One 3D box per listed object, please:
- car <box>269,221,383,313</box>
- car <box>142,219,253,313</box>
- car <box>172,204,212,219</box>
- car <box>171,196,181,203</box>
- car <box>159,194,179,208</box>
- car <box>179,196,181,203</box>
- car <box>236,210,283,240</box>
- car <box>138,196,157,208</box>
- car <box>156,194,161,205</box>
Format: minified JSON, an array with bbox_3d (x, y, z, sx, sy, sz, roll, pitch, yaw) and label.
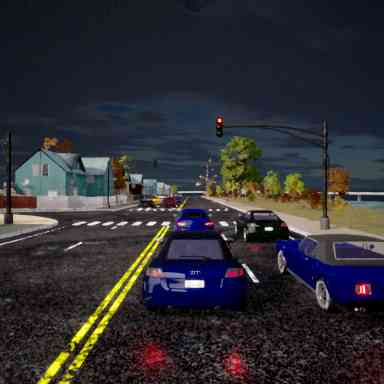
[{"bbox_3d":[3.343,1.601,7.619,1.895,1.301,4.718,0,0,0],"label":"car"},{"bbox_3d":[0.079,1.564,7.779,1.994,1.385,4.181,0,0,1],"label":"car"},{"bbox_3d":[0.062,1.527,16.466,1.812,1.442,4.674,0,0,-2],"label":"car"},{"bbox_3d":[-3.352,1.538,70.280,1.882,1.535,5.008,0,0,0],"label":"car"},{"bbox_3d":[-3.408,1.506,49.996,1.882,1.535,5.008,0,0,1],"label":"car"},{"bbox_3d":[-3.409,1.534,59.914,2.128,1.511,4.902,0,0,0],"label":"car"},{"bbox_3d":[3.325,1.565,16.380,1.994,1.385,4.181,0,0,0],"label":"car"},{"bbox_3d":[-6.662,1.591,48.874,1.994,1.385,4.181,0,0,0],"label":"car"},{"bbox_3d":[-6.658,1.519,59.112,1.882,1.535,5.008,0,0,0],"label":"car"}]
